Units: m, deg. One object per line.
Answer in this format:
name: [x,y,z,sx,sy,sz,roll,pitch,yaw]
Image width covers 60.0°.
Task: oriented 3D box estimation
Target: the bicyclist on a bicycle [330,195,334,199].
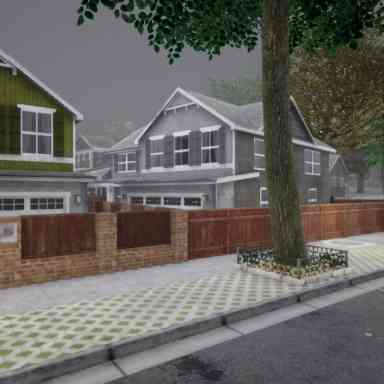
bicyclist on a bicycle: [16.312,1.139,38.731,0.582,1.620,1.656,1,1,43]
